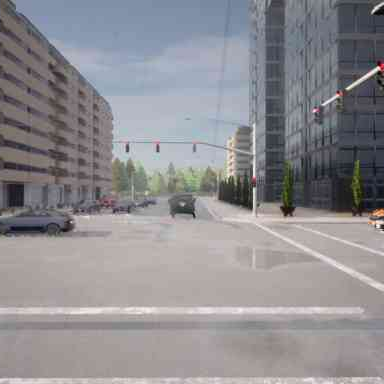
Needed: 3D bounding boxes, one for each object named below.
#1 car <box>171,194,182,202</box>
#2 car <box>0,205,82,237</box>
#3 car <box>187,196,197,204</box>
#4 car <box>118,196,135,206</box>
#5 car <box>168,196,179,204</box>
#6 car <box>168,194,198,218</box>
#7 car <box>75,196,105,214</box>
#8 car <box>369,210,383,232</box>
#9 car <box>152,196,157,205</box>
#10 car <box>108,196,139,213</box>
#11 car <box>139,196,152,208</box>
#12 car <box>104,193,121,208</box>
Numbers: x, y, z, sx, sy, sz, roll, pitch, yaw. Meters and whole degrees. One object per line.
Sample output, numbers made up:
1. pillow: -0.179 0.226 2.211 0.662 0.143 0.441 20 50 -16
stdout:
1. car: -3.396 1.355 74.380 2.097 1.767 4.553 0 0 1
2. car: -8.427 1.590 17.793 4.181 1.385 1.994 0 0 0
3. car: 0.056 1.504 62.676 1.837 1.490 4.892 0 0 1
4. car: -10.723 1.477 54.774 1.882 1.535 5.008 0 0 1
5. car: -3.440 1.525 62.870 1.812 1.442 4.674 0 0 1
6. car: -0.753 1.218 30.534 2.150 2.045 5.566 -1 0 0
7. car: -10.900 1.505 34.803 1.837 1.490 4.892 0 0 0
8. car: 12.389 1.546 17.723 4.902 1.511 2.128 0 0 0
9. car: -7.184 1.477 57.210 1.882 1.535 5.008 0 0 1
10. car: -7.402 1.505 36.424 1.837 1.490 4.892 0 0 0
11. car: -7.323 1.491 46.788 2.128 1.511 4.902 0 0 1
12. car: -10.861 1.221 44.651 2.150 2.045 5.566 0 0 0
